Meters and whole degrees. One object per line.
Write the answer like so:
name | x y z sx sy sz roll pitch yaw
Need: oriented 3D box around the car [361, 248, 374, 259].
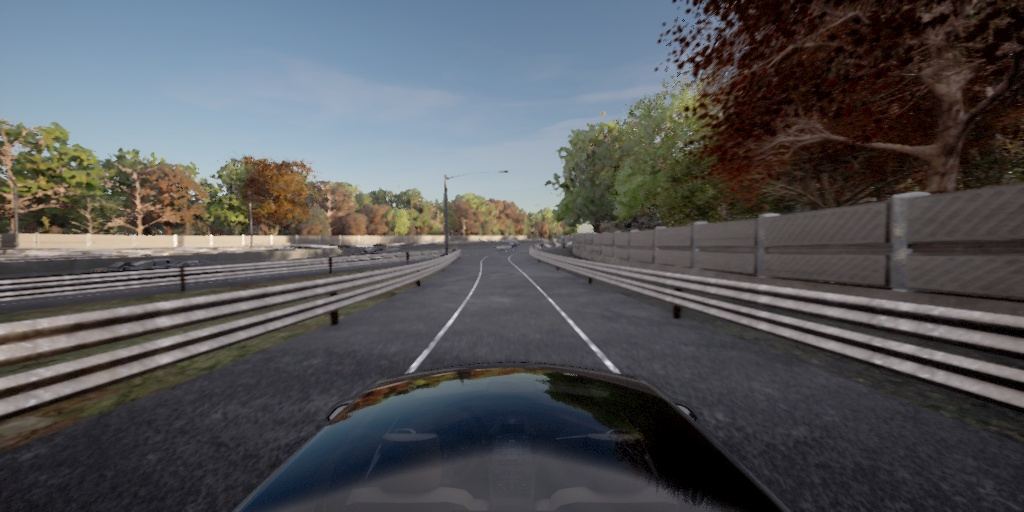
car | -19.315 -0.434 51.241 1.837 1.490 4.892 1 3 21

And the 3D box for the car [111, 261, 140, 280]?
car | -25.312 0.974 26.304 1.837 1.490 4.892 1 3 21

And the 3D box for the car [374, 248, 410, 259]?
car | -16.143 -0.388 49.746 2.128 1.511 4.902 1 3 21

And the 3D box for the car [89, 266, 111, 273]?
car | -28.614 1.026 27.483 1.895 1.301 4.718 1 3 21

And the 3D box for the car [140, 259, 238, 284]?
car | -22.021 1.003 25.109 2.128 1.511 4.902 1 3 21
